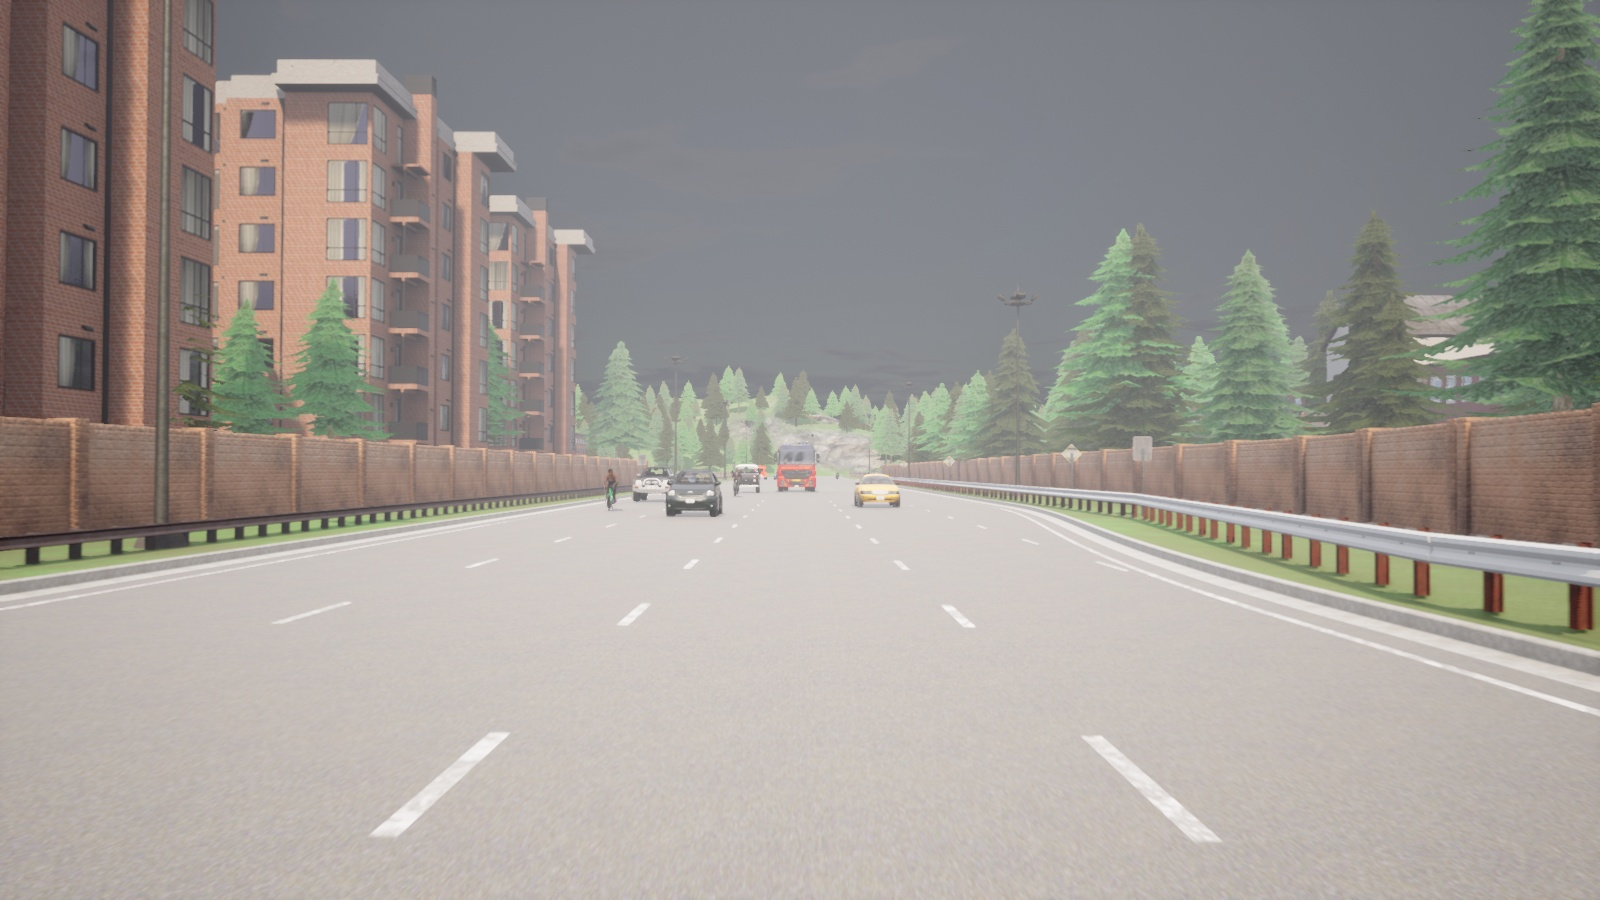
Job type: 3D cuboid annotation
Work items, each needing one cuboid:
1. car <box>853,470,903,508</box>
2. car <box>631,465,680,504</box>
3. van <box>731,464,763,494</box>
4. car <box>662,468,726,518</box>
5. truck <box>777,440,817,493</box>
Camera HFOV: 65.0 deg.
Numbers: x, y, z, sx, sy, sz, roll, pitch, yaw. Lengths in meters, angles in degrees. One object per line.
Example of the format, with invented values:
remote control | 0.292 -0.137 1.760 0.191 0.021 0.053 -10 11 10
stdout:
car | 3.366 1.661 55.009 1.801 1.575 5.366 0 -1 0
car | -7.153 1.710 62.702 1.932 1.855 4.605 0 -1 0
van | -3.716 2.038 88.592 2.069 2.038 4.480 0 -1 0
car | -3.605 1.451 43.219 1.851 1.617 3.988 0 -1 0
truck | -0.235 1.244 95.200 2.891 3.827 8.468 0 -1 0
